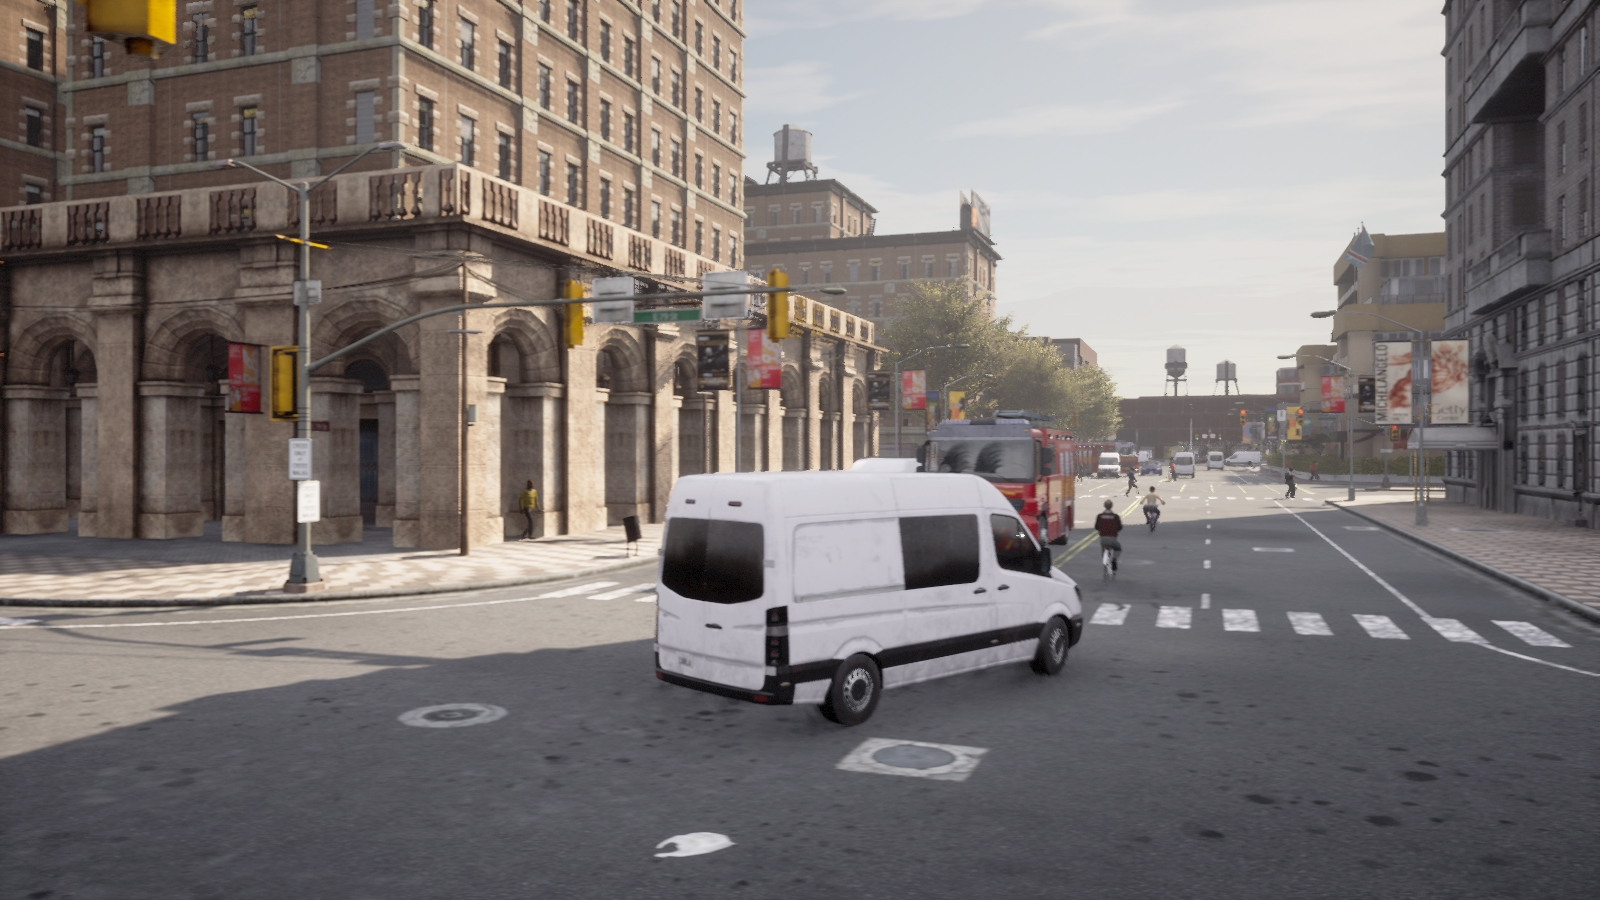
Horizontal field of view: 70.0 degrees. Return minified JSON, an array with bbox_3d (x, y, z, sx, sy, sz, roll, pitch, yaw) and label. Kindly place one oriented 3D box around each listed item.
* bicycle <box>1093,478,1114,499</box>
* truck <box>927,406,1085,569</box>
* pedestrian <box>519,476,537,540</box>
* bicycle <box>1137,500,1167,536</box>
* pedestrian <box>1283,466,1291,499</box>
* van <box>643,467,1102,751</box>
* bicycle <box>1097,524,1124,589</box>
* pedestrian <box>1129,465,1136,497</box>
[{"bbox_3d":[17.505,2.209,65.884,0.329,1.171,1.835,0,0,42],"label":"bicycle"},{"bbox_3d":[5.892,0.889,31.364,2.891,3.827,8.468,0,0,20],"label":"truck"},{"bbox_3d":[-7.960,1.693,33.443,0.375,1.860,0.375,0,0,39],"label":"pedestrian"},{"bbox_3d":[11.755,2.256,38.135,0.859,1.080,1.487,0,0,20],"label":"bicycle"},{"bbox_3d":[27.454,1.848,64.407,0.375,1.860,0.375,0,0,20],"label":"pedestrian"},{"bbox_3d":[1.139,1.534,13.503,5.915,2.561,1.988,0,0,-45],"label":"van"},{"bbox_3d":[6.526,2.210,23.980,0.329,1.171,1.835,0,0,22],"label":"bicycle"},{"bbox_3d":[19.800,1.847,68.062,0.375,1.860,0.375,0,0,18],"label":"pedestrian"}]
